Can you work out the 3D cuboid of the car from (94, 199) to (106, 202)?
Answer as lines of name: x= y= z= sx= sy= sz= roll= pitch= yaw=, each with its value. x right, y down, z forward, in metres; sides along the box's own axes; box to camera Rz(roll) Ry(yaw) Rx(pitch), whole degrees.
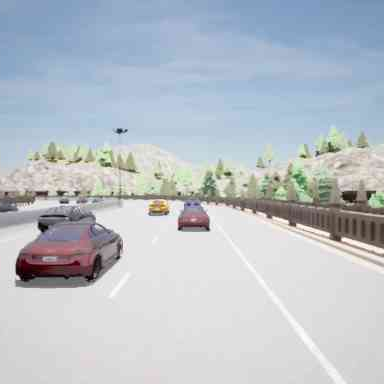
car: x=-15.628 y=1.750 z=55.872 sx=1.895 sy=1.301 sz=4.718 roll=0 pitch=0 yaw=-9

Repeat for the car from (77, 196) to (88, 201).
car: x=-23.128 y=1.600 z=70.279 sx=2.097 sy=1.767 sz=4.553 roll=0 pitch=0 yaw=-18

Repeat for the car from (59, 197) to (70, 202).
car: x=-26.127 y=1.792 z=68.308 sx=1.994 sy=1.385 sz=4.181 roll=0 pitch=0 yaw=-18

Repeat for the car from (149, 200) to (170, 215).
car: x=-3.388 y=1.540 z=34.936 sx=1.882 sy=1.535 sz=5.008 roll=0 pitch=0 yaw=0

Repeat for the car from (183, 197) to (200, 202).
car: x=-0.042 y=1.437 z=42.175 sx=2.097 sy=1.767 sz=4.553 roll=0 pitch=0 yaw=-2

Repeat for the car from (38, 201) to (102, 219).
car: x=-6.892 y=1.514 z=18.750 sx=2.128 sy=1.511 sz=4.902 roll=0 pitch=0 yaw=0

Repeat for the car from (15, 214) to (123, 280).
car: x=-3.395 y=1.573 z=9.960 sx=1.994 sy=1.385 sz=4.181 roll=0 pitch=0 yaw=0

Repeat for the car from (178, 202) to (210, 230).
car: x=0.109 y=1.592 z=21.514 sx=1.994 sy=1.385 sz=4.181 roll=0 pitch=0 yaw=0

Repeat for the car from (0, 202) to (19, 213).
car: x=-17.587 y=1.594 z=29.687 sx=2.033 sy=1.411 sz=5.357 roll=0 pitch=0 yaw=0
